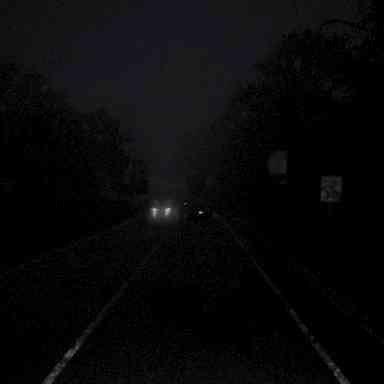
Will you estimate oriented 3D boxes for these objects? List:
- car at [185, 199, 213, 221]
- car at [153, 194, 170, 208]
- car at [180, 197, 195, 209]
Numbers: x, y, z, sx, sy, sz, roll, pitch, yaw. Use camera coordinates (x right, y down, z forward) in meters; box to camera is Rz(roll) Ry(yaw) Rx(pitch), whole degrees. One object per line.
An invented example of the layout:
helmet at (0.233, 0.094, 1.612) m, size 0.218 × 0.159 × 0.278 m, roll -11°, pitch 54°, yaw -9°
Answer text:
car at (0.644, 1.501, 27.003) m, size 1.994 × 1.385 × 4.181 m, roll 0°, pitch 0°, yaw 0°
car at (-4.101, 1.156, 44.154) m, size 2.097 × 1.767 × 4.553 m, roll -1°, pitch 2°, yaw -8°
car at (-0.391, 1.360, 42.930) m, size 2.033 × 1.411 × 5.357 m, roll -1°, pitch 1°, yaw -7°
